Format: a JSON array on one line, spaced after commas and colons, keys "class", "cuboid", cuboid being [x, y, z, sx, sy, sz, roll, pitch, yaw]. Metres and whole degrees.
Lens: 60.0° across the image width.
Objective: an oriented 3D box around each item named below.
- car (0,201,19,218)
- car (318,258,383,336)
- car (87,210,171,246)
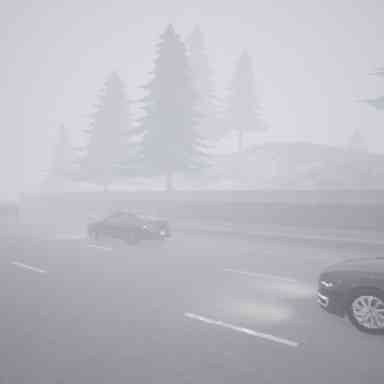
[{"class": "car", "cuboid": [-16.844, 1.532, 29.530, 1.882, 1.535, 5.008, 0, 0, -41]}, {"class": "car", "cuboid": [4.533, 1.520, 5.118, 4.892, 1.490, 1.837, -1, 0, 36]}, {"class": "car", "cuboid": [-2.989, 1.560, 15.534, 4.674, 1.442, 1.812, 0, 0, 41]}]
